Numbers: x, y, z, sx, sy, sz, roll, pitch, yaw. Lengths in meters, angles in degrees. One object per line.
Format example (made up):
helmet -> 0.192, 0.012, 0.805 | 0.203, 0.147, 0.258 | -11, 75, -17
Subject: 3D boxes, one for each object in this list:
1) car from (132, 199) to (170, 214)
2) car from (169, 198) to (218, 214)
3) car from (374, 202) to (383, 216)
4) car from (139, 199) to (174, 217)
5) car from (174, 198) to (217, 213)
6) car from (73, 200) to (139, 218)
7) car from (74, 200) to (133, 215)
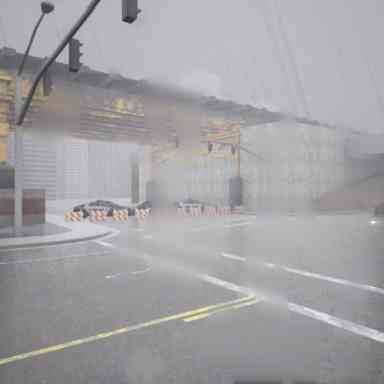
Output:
car -> -3.786, 1.297, 31.534 | 1.853, 1.218, 4.536 | 0, 0, 18
car -> 0.107, 1.455, 35.246 | 4.974, 1.542, 2.038 | 0, 0, -7
car -> 19.019, 1.481, 31.347 | 5.008, 1.535, 1.882 | 0, 0, -37
car -> -3.801, 1.454, 31.484 | 2.038, 1.542, 4.974 | 0, 0, 18
car -> 0.055, 1.297, 35.240 | 4.536, 1.218, 1.853 | 0, 0, -7
car -> -7.545, 1.454, 28.797 | 4.974, 1.542, 2.038 | 0, 0, 8
car -> -7.596, 1.296, 28.804 | 4.536, 1.218, 1.853 | 0, 0, 8
